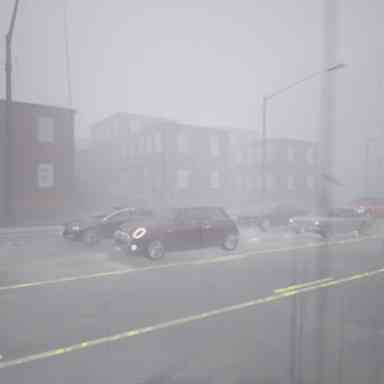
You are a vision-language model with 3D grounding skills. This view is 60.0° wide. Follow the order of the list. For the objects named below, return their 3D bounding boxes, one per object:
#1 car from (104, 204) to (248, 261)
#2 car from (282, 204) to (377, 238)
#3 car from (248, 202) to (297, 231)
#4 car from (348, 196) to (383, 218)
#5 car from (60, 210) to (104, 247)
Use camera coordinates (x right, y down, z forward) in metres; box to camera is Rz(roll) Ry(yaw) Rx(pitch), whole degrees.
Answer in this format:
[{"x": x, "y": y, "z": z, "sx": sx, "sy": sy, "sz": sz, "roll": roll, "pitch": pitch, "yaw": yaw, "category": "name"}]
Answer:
[{"x": -0.499, "y": 1.259, "z": 11.998, "sx": 4.553, "sy": 1.767, "sz": 2.097, "roll": 0, "pitch": 0, "yaw": -33, "category": "car"}, {"x": 7.105, "y": 1.499, "z": 16.992, "sx": 4.718, "sy": 1.301, "sz": 1.895, "roll": 0, "pitch": 1, "yaw": -33, "category": "car"}, {"x": 4.874, "y": 1.347, "z": 19.712, "sx": 5.008, "sy": 1.535, "sz": 1.882, "roll": 0, "pitch": 1, "yaw": -34, "category": "car"}, {"x": 13.049, "y": 1.213, "z": 25.056, "sx": 4.553, "sy": 1.767, "sz": 2.097, "roll": 0, "pitch": 1, "yaw": -33, "category": "car"}, {"x": -3.113, "y": 1.370, "z": 14.471, "sx": 4.902, "sy": 1.511, "sz": 2.128, "roll": 0, "pitch": 1, "yaw": -33, "category": "car"}]
